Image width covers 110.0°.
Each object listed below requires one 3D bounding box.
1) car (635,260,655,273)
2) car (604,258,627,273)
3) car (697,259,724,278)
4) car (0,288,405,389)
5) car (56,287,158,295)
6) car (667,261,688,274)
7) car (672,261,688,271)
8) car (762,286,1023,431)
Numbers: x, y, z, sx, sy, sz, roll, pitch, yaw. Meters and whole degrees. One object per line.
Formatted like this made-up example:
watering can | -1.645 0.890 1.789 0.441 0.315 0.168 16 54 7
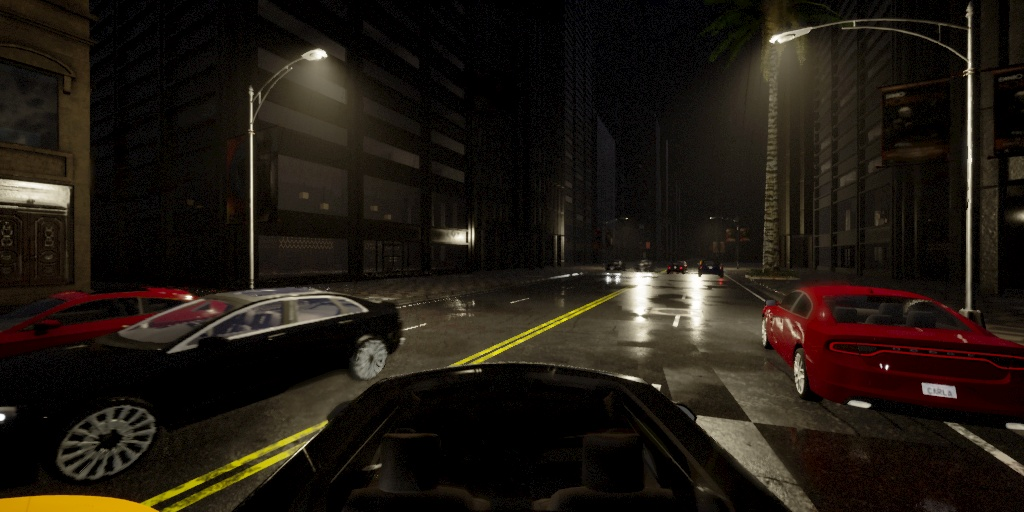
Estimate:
car | 15.984 1.262 43.080 2.128 1.511 4.902 0 0 27
car | 12.743 1.262 43.885 2.128 1.511 4.902 0 0 27
car | 19.310 1.118 34.948 2.097 1.767 4.553 0 0 27
car | -3.690 1.241 4.905 2.128 1.511 4.902 0 0 27
car | -6.887 1.276 5.798 1.812 1.442 4.674 0 0 27
car | 18.673 1.317 40.771 2.033 1.411 5.357 0 0 27
car | 23.566 1.381 50.266 1.895 1.301 4.718 0 0 27
car | 5.517 1.228 5.880 1.882 1.535 5.008 0 0 27
